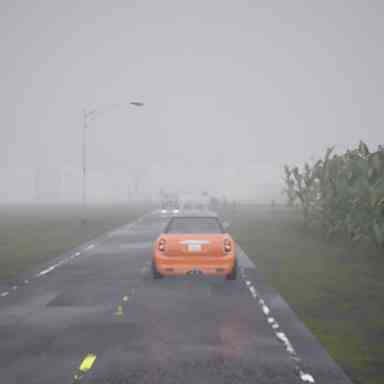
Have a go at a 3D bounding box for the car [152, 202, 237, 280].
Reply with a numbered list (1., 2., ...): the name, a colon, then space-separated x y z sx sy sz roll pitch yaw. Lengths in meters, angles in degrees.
1. car: 0.087 1.330 10.000 2.097 1.767 4.553 0 0 1

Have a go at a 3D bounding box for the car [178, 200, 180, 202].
1. car: 0.130 1.494 25.241 2.033 1.411 5.357 0 0 1

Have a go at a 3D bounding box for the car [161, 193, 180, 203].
1. car: -2.723 1.137 42.769 2.150 2.045 5.566 0 0 0
